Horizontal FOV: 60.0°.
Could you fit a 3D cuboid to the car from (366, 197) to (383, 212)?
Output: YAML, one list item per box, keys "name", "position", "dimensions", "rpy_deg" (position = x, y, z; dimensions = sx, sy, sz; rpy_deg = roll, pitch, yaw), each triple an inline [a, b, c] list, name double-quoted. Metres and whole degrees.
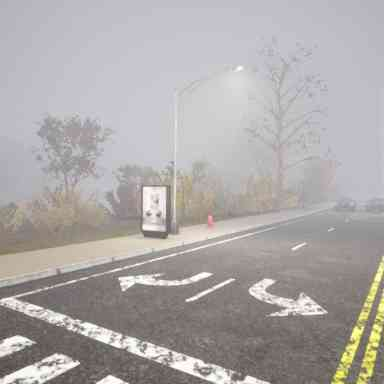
- name: "car"
  position: [21.280, 1.392, 38.300]
  dimensions: [2.097, 1.767, 4.553]
  rpy_deg: [0, 0, 30]

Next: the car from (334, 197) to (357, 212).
- name: "car"
  position: [18.466, 1.389, 39.926]
  dimensions: [2.097, 1.767, 4.553]
  rpy_deg: [0, 0, 30]
